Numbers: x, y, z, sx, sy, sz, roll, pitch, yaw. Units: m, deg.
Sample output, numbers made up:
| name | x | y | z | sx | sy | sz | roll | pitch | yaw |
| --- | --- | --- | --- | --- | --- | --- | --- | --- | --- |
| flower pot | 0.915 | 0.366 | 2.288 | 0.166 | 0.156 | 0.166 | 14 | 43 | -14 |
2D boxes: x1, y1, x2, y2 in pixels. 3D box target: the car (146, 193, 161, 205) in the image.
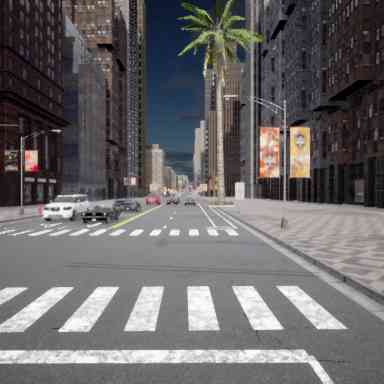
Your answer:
| name | x | y | z | sx | sy | sz | roll | pitch | yaw |
| --- | --- | --- | --- | --- | --- | --- | --- | --- | --- |
| car | -6.852 | 1.272 | 59.117 | 2.150 | 2.045 | 5.566 | 0 | -1 | 0 |

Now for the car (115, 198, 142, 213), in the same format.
| name | x | y | z | sx | sy | sz | roll | pitch | yaw |
| --- | --- | --- | --- | --- | --- | --- | --- | --- | --- |
| car | -6.810 | 1.576 | 37.044 | 1.994 | 1.385 | 4.181 | 0 | 0 | 0 |

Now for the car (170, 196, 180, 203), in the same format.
| name | x | y | z | sx | sy | sz | roll | pitch | yaw |
| --- | --- | --- | --- | --- | --- | --- | --- | --- | --- |
| car | -3.549 | 1.595 | 69.842 | 1.812 | 1.442 | 4.674 | 0 | 0 | 0 |

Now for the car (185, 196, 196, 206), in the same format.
| name | x | y | z | sx | sy | sz | roll | pitch | yaw |
| --- | --- | --- | --- | --- | --- | --- | --- | --- | --- |
| car | -0.322 | 1.586 | 56.102 | 2.033 | 1.411 | 5.357 | 0 | 0 | 0 |

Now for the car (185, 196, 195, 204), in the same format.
| name | x | y | z | sx | sy | sz | roll | pitch | yaw |
| --- | --- | --- | --- | --- | --- | --- | --- | --- | --- |
| car | -0.382 | 1.539 | 66.524 | 1.882 | 1.535 | 5.008 | 0 | 0 | 0 |

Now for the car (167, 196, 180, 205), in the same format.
| name | x | y | z | sx | sy | sz | roll | pitch | yaw |
| --- | --- | --- | --- | --- | --- | --- | --- | --- | --- |
| car | -3.496 | 1.647 | 59.733 | 1.895 | 1.301 | 4.718 | 0 | 0 | -1 |

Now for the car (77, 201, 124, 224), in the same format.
| name | x | y | z | sx | sy | sz | roll | pitch | yaw |
| --- | --- | --- | --- | --- | --- | --- | --- | --- | --- |
| car | -6.742 | 1.606 | 25.049 | 1.895 | 1.301 | 4.718 | 0 | 0 | 0 |

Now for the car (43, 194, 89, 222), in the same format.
| name | x | y | z | sx | sy | sz | roll | pitch | yaw |
| --- | --- | --- | --- | --- | --- | --- | --- | --- | --- |
| car | -10.006 | 1.226 | 27.007 | 2.150 | 2.045 | 5.566 | 0 | 0 | 0 |
